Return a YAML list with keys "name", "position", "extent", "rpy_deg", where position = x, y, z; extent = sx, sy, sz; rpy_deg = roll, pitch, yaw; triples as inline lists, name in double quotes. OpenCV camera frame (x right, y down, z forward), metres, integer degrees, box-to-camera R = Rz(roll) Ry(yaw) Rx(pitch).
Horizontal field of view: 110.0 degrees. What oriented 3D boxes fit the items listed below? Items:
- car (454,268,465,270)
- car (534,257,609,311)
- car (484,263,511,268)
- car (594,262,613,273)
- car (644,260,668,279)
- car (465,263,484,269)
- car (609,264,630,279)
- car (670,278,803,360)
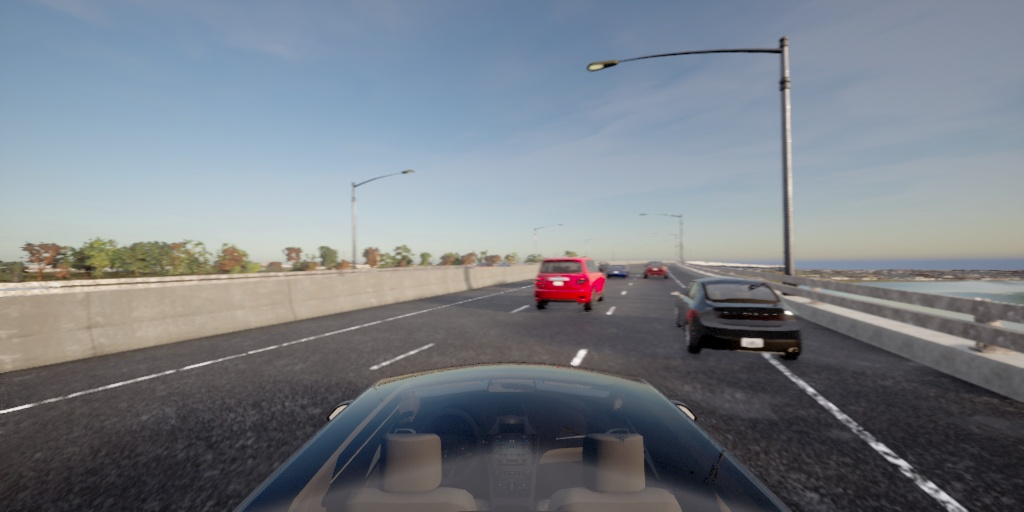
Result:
- name: "car"
  position: [-6.364, 2.008, 50.561]
  extent: [1.895, 1.301, 4.718]
  rpy_deg: [-1, -1, 22]
- name: "car"
  position: [2.606, 1.080, 15.266]
  extent: [2.150, 2.045, 5.566]
  rpy_deg: [-1, -1, 21]
- name: "car"
  position: [-1.257, 1.733, 44.476]
  extent: [1.882, 1.535, 5.008]
  rpy_deg: [-1, -1, 22]
- name: "car"
  position: [13.375, 1.616, 52.218]
  extent: [2.128, 1.511, 4.902]
  rpy_deg: [-1, -1, 22]
- name: "car"
  position: [14.114, 1.262, 35.297]
  extent: [2.097, 1.767, 4.553]
  rpy_deg: [-1, -1, 22]
- name: "car"
  position: [-3.892, 1.682, 47.321]
  extent: [2.097, 1.767, 4.553]
  rpy_deg: [-1, -1, 22]
- name: "car"
  position: [10.652, 1.534, 36.002]
  extent: [1.994, 1.385, 4.181]
  rpy_deg: [-1, -1, 22]
- name: "car"
  position: [4.966, 1.253, 8.420]
  extent: [1.837, 1.490, 4.892]
  rpy_deg: [-1, -1, 21]
